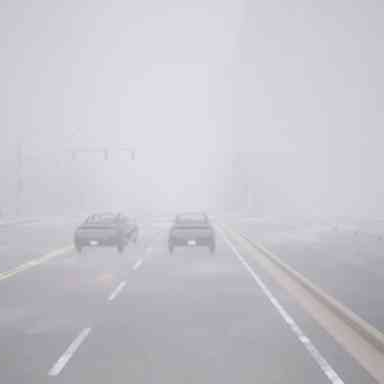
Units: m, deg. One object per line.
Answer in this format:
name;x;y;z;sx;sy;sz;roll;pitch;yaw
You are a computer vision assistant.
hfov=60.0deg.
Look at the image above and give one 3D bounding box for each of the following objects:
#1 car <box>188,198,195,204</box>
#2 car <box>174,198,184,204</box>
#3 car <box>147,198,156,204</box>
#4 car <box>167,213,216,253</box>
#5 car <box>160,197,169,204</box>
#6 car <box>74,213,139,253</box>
car;-0.039;2.357;87.452;1.895;1.301;4.718;0;-1;0
car;-3.539;2.261;87.422;1.837;1.490;4.892;0;-1;0
car;-10.538;2.286;86.303;1.882;1.535;5.008;0;-1;0
car;-0.001;1.627;14.300;2.128;1.511;4.902;0;0;0
car;-7.038;2.164;86.335;2.097;1.767;4.553;0;-1;0
car;-3.501;1.627;14.301;2.128;1.511;4.902;0;0;0
